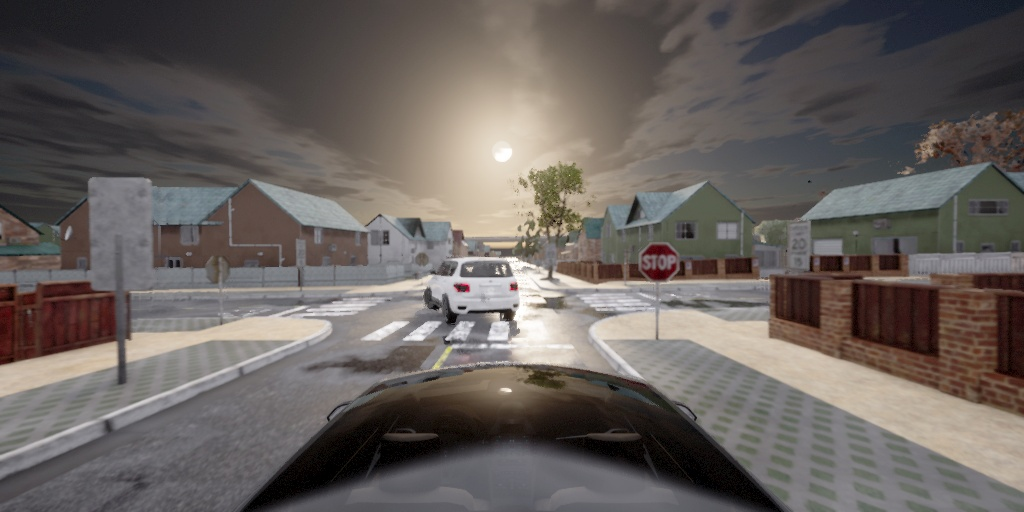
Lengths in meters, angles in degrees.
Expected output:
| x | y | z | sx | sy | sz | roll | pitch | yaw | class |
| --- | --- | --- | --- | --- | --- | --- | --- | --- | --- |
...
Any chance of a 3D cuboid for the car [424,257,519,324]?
| x | y | z | sx | sy | sz | roll | pitch | yaw | class |
| --- | --- | --- | --- | --- | --- | --- | --- | --- | --- |
| -1.591 | 1.063 | 12.709 | 2.150 | 2.045 | 5.566 | 1 | 0 | -21 | car |
